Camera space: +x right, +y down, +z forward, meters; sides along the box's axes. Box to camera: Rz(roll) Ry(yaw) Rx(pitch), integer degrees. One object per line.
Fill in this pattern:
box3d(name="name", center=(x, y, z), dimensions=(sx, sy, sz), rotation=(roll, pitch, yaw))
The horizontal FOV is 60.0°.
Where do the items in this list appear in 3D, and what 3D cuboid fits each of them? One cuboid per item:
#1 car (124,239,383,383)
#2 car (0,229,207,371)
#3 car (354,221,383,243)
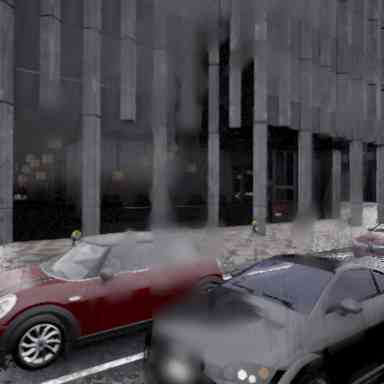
box3d(name="car", center=(1.489, 1.589, 4.436), dimensions=(4.181, 1.385, 1.994), rotation=(1, 0, -35))
box3d(name="car", center=(-1.417, 1.453, 5.636), dimensions=(4.097, 1.590, 1.967), rotation=(0, 0, -35))
box3d(name="car", center=(7.445, 1.678, 11.946), dimensions=(4.206, 1.307, 1.802), rotation=(1, 0, -35))
